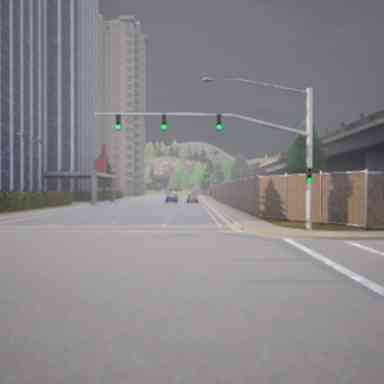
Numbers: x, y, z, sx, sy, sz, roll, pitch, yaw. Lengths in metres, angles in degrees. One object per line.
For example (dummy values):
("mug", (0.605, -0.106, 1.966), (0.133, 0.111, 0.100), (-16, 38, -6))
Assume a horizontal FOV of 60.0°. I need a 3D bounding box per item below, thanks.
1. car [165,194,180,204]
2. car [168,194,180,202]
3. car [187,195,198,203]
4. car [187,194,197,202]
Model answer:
("car", (-3.423, 1.106, 55.862), (1.882, 1.535, 5.008), (0, 0, 0))
("car", (-3.524, 1.112, 66.079), (2.033, 1.411, 5.357), (0, 0, 0))
("car", (0.078, 1.193, 56.255), (1.994, 1.385, 4.181), (0, 0, 0))
("car", (-0.025, 1.168, 66.217), (1.895, 1.301, 4.718), (0, 0, 0))
